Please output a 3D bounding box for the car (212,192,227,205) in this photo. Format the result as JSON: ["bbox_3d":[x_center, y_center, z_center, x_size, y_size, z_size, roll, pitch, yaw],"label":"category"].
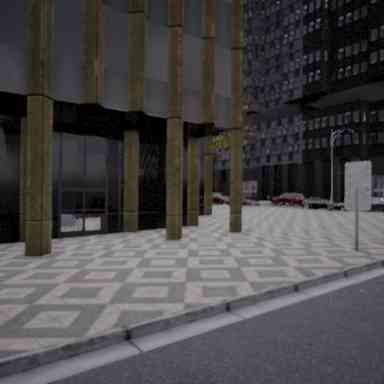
[{"bbox_3d":[3.672,0.979,47.335,2.192,1.841,5.009,1,0,-35],"label":"car"}]

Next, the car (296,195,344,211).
[{"bbox_3d":[13.229,1.209,33.836,1.947,1.339,4.313,1,0,-35],"label":"car"}]

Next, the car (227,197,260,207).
[{"bbox_3d":[6.857,1.239,42.834,1.802,1.307,4.206,1,0,-35],"label":"car"}]

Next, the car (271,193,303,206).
[{"bbox_3d":[13.811,1.063,47.769,2.192,1.841,5.009,1,0,-35],"label":"car"}]

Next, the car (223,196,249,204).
[{"bbox_3d":[7.437,1.329,56.765,1.947,1.339,4.313,1,0,-35],"label":"car"}]

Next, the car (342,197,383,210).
[{"bbox_3d":[20.181,1.284,38.770,2.008,1.369,4.403,1,0,-35],"label":"car"}]

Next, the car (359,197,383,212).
[{"bbox_3d":[16.416,1.187,29.337,2.008,1.369,4.403,1,0,-35],"label":"car"}]

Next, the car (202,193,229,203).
[{"bbox_3d":[4.253,1.086,61.265,2.192,1.841,5.009,1,0,-35],"label":"car"}]
